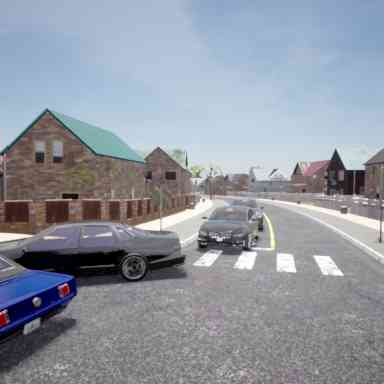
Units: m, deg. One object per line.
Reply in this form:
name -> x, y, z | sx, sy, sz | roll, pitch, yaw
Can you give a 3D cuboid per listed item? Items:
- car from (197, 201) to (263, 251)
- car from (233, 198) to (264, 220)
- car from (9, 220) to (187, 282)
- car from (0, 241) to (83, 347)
car -> 1.624, 1.339, 13.500 | 1.837, 1.490, 4.892 | 1, 1, 17
car -> 3.048, 1.143, 19.225 | 2.097, 1.767, 4.553 | 1, 1, 11
car -> -2.865, 1.436, 8.370 | 5.357, 1.411, 2.033 | -1, 1, -13
car -> -4.376, 1.580, 5.249 | 4.718, 1.301, 1.895 | 0, 1, 15
